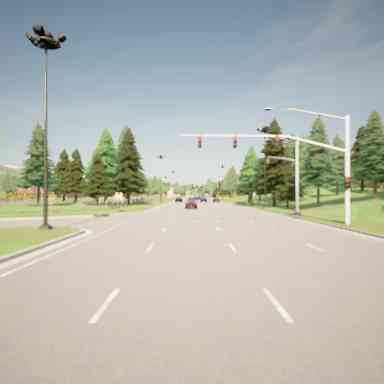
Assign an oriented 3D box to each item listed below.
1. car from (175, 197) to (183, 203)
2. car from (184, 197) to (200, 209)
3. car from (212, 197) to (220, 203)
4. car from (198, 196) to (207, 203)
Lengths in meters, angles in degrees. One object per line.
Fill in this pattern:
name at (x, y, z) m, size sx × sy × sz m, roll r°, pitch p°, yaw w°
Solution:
car at (-3.709, 2.216, 93.619) m, size 1.882 × 1.535 × 5.008 m, roll 0°, pitch 0°, yaw 0°
car at (-0.116, 1.938, 52.181) m, size 1.812 × 1.442 × 4.674 m, roll 0°, pitch 0°, yaw 0°
car at (6.791, 2.263, 93.642) m, size 2.128 × 1.511 × 4.902 m, roll 0°, pitch 0°, yaw 0°
car at (3.291, 2.262, 93.634) m, size 1.812 × 1.442 × 4.674 m, roll 0°, pitch 0°, yaw 0°
